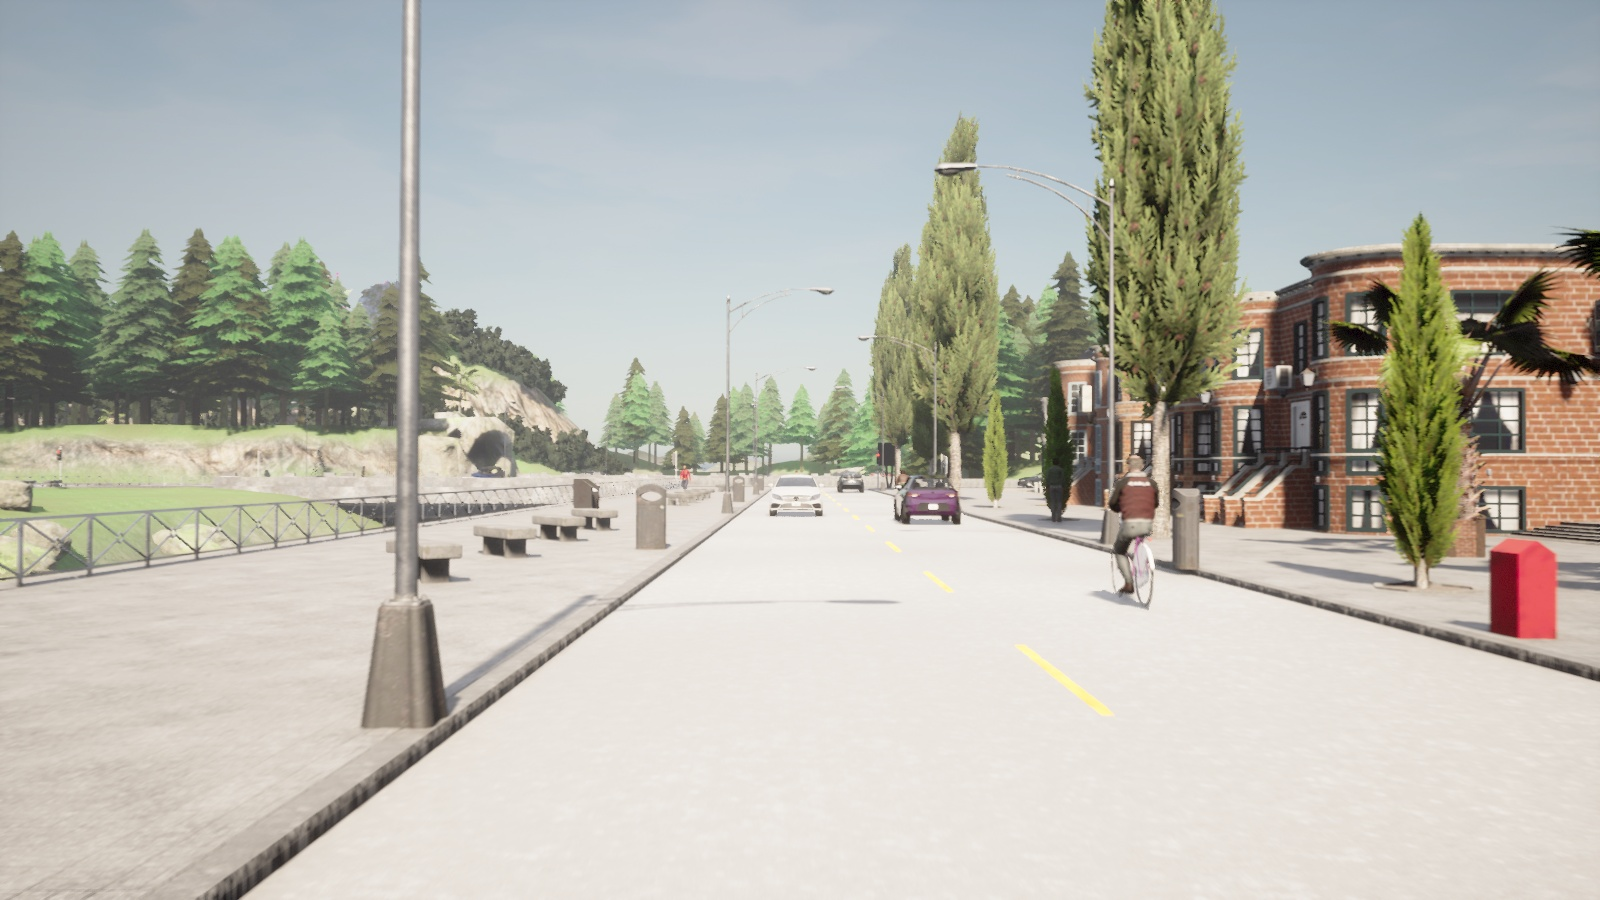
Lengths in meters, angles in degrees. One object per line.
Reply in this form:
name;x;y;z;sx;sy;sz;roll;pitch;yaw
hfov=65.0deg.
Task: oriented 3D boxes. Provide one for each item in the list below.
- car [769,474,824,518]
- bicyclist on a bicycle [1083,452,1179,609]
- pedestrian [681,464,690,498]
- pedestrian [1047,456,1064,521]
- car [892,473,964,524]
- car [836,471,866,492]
car;-0.118;1.583;44.322;1.812;1.442;4.674;0;-1;0
bicyclist on a bicycle;3.953;0.923;15.144;0.659;1.776;1.843;0;-1;0
pedestrian;-6.197;1.688;68.000;0.331;1.846;0.636;0;-1;14
pedestrian;7.344;1.097;36.087;0.353;1.847;0.614;-1;-1;23
car;3.895;1.463;38.828;1.816;1.474;4.193;0;-1;0
car;3.754;2.302;92.885;2.007;1.525;4.514;0;-1;0
